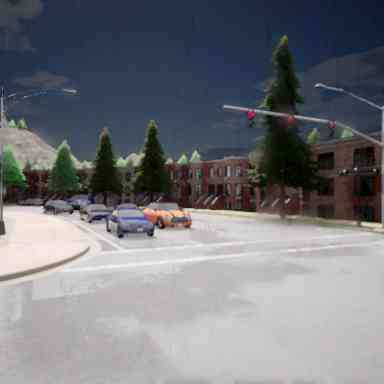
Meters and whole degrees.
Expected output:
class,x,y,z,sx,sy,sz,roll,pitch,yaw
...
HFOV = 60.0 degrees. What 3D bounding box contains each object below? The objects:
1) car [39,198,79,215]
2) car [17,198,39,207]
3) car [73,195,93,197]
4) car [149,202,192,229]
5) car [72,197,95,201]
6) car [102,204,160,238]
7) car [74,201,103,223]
class,x,y,z,sx,sy,sz,roll,pitch,yaw
car,-14.605,1.674,36.342,1.837,1.490,4.892,1,0,-45
car,-27.056,1.791,56.653,5.357,1.411,2.033,0,0,17
car,-17.639,1.482,52.166,5.566,2.045,2.150,0,0,31
car,-1.757,1.496,22.766,2.097,1.767,4.553,0,0,-27
car,-13.066,1.692,39.684,4.902,1.511,2.128,0,-1,44
car,-3.561,1.632,18.604,1.812,1.442,4.674,0,0,-25
car,-7.858,1.690,27.133,2.033,1.411,5.357,0,0,-28
